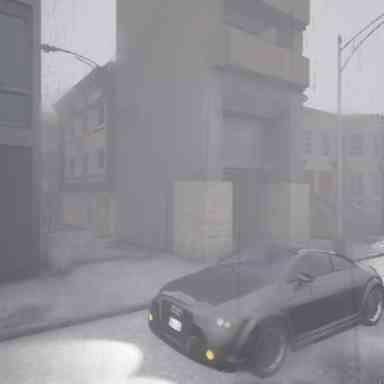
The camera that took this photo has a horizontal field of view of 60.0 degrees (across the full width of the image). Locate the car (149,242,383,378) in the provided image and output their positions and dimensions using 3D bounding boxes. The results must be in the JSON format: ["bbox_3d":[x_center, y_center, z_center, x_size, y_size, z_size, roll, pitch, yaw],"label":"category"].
[{"bbox_3d":[1.407,1.583,5.574,4.181,1.385,1.994,0,0,-35],"label":"car"}]
